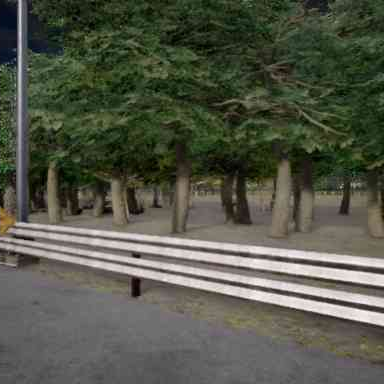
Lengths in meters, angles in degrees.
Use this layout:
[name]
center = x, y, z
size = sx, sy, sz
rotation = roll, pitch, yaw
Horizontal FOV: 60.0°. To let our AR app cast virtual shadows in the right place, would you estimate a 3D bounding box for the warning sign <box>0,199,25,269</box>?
[warning sign]
center = -5.556, 1.139, 9.238
size = 1.060, 1.860, 1.300
rotation = 0, 0, 37
